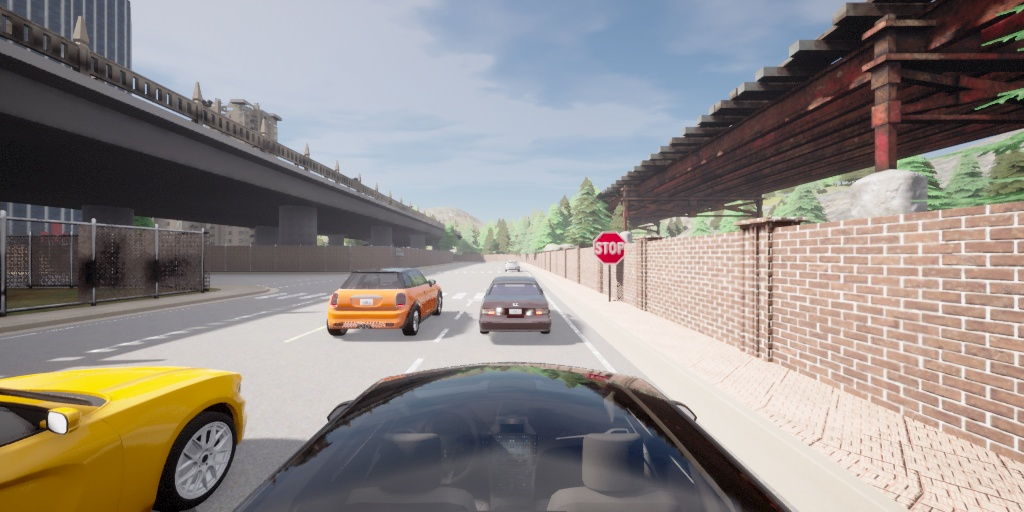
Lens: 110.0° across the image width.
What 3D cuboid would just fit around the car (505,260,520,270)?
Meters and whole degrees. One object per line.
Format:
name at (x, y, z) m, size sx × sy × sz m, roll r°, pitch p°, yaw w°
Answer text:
car at (0.054, 1.276, 46.340) m, size 1.812 × 1.442 × 4.674 m, roll 0°, pitch 0°, yaw -1°

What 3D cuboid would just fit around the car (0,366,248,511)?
car at (-3.398, 1.228, 1.300) m, size 1.882 × 1.535 × 5.008 m, roll 0°, pitch 0°, yaw 0°

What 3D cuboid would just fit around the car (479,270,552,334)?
car at (0.075, 1.297, 10.581) m, size 2.033 × 1.411 × 5.357 m, roll 0°, pitch 0°, yaw 0°

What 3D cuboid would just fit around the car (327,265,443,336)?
car at (-3.426, 1.102, 10.557) m, size 2.097 × 1.767 × 4.553 m, roll 0°, pitch 0°, yaw 0°
